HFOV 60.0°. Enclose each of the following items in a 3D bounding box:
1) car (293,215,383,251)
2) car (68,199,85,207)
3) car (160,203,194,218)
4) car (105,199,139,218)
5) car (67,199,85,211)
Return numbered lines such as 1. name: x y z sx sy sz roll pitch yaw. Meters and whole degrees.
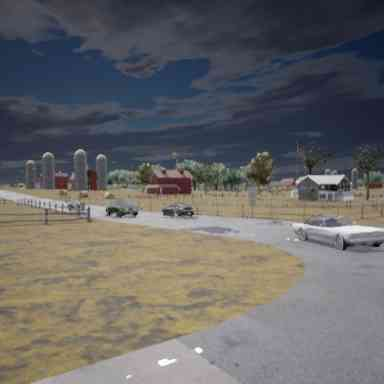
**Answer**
1. car: 6.635 1.770 15.374 1.895 1.301 4.718 -2 0 -12
2. car: -22.617 2.106 65.193 1.895 1.301 4.718 -2 1 -36
3. car: -1.688 1.999 36.006 1.837 1.490 4.892 -2 0 -36
4. car: -8.288 1.896 38.855 2.150 2.045 5.566 -2 0 -36
5. car: -18.780 2.231 53.671 1.812 1.442 4.674 -2 1 -36
